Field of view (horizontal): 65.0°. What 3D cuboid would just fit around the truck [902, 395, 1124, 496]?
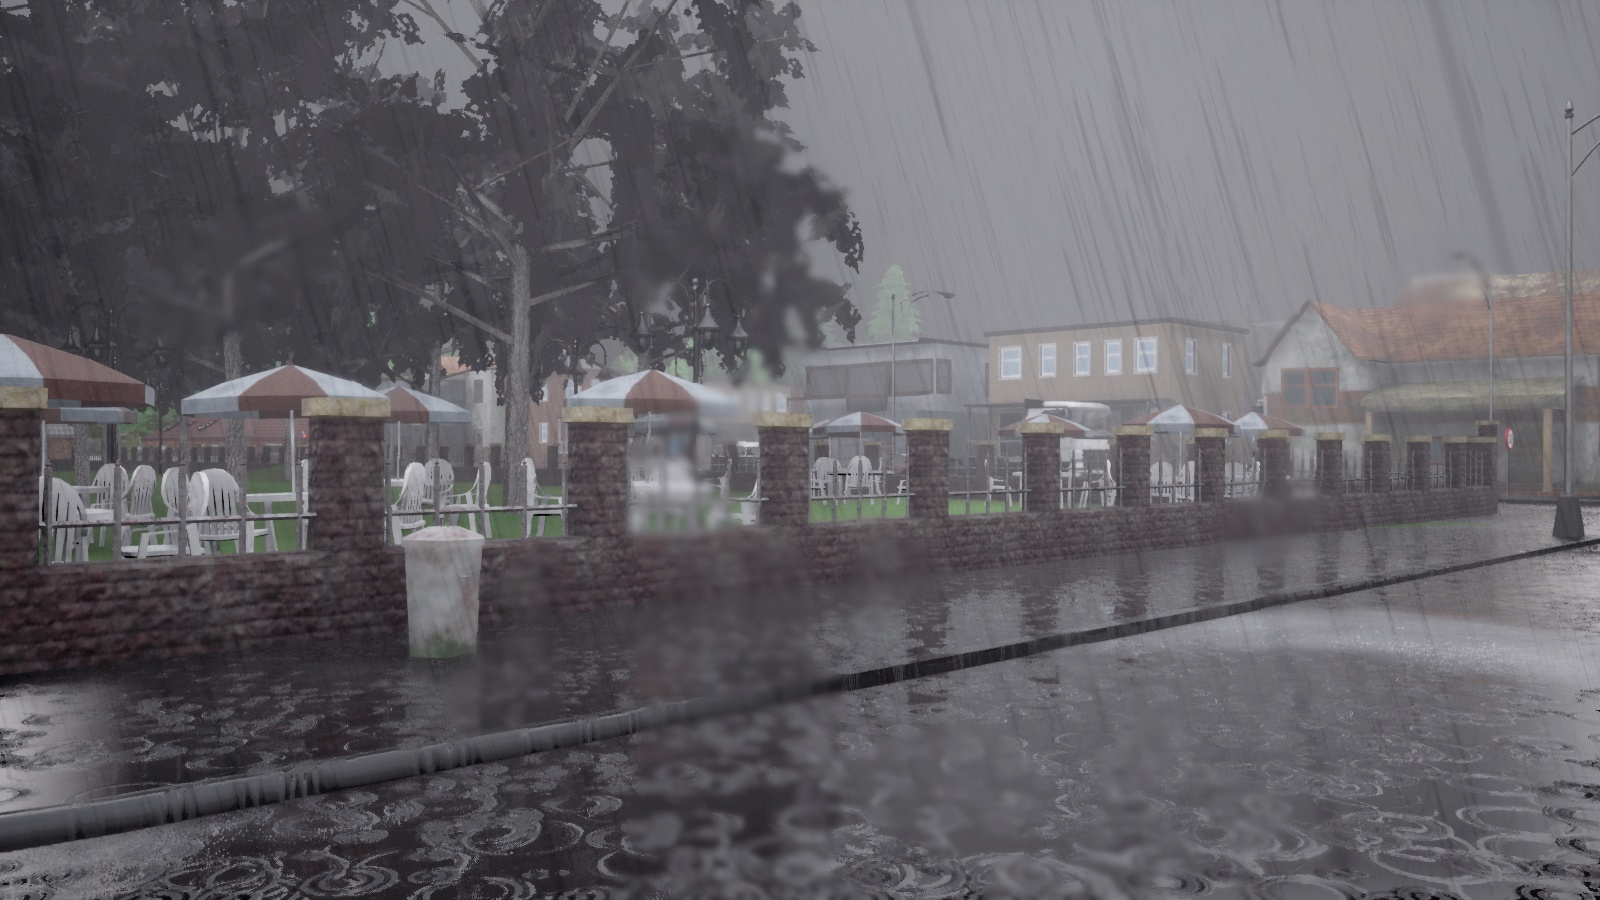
[{"bbox_3d":[7.805,-0.138,46.857,7.936,3.462,2.891,0,0,45],"label":"truck"}]

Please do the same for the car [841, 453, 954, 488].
[{"bbox_3d":[4.300,0.871,55.921,4.792,1.488,2.163,0,0,45],"label":"car"}]

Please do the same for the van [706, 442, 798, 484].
[{"bbox_3d":[-2.443,0.621,62.557,4.480,2.038,2.069,0,0,45],"label":"van"}]
